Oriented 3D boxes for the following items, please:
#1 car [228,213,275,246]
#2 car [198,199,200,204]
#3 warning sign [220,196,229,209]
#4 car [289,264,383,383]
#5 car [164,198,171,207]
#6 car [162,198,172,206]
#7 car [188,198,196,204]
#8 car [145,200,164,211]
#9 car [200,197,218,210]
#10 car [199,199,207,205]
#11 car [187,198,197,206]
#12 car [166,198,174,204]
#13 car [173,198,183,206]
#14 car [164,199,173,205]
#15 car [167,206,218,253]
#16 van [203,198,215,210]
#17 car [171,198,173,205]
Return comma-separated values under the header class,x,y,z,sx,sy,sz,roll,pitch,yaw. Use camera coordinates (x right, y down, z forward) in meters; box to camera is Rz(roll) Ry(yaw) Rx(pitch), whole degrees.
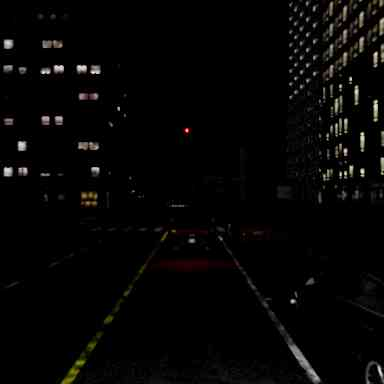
class,x,y,z,sx,sy,sz,roll,pitch,yaw
car,2.685,1.677,15.929,1.752,1.417,4.829,0,-1,0
car,2.681,2.030,70.277,2.192,1.841,5.009,0,-1,0
warning sign,5.069,1.624,51.431,1.300,1.860,1.060,0,0,0
car,2.685,1.609,4.494,1.947,1.339,4.313,0,-1,0
car,-5.697,2.204,64.748,2.008,1.369,4.403,0,-1,0
car,-5.699,2.217,75.802,1.967,1.590,4.097,0,-1,0
car,-0.004,2.361,87.362,2.033,1.411,5.357,0,-1,0
car,-5.696,2.026,48.169,2.008,1.369,4.403,0,-1,0
car,2.683,1.790,48.172,2.192,1.841,5.009,0,-1,0
car,2.682,2.384,81.328,1.887,1.381,4.507,0,-1,0
car,-0.003,2.249,75.279,1.882,1.535,5.008,0,-1,0
car,-5.699,2.342,86.854,1.967,1.590,4.097,0,-1,0
car,-3.005,2.109,73.697,2.097,1.767,4.553,0,-1,0
car,-5.698,2.421,81.327,1.802,1.307,4.206,0,-1,0
car,0.006,1.616,14.474,1.882,1.535,5.008,0,0,0
van,2.682,1.874,53.698,1.690,1.788,3.998,0,-1,0
car,-5.698,2.260,70.273,1.887,1.381,4.507,0,-1,0
